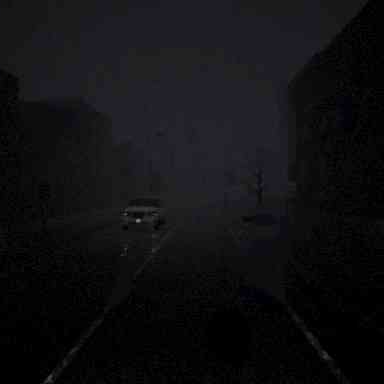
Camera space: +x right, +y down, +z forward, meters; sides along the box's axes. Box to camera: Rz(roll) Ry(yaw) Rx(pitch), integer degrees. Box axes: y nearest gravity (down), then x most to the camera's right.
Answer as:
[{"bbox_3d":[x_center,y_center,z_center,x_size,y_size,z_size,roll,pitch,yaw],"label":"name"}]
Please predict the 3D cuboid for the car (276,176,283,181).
[{"bbox_3d":[25.133,-3.553,89.825,2.097,1.535,5.008,0,1,-2],"label":"car"}]

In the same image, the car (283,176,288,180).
[{"bbox_3d":[25.435,-3.584,84.308,2.185,1.767,4.553,0,1,-3],"label":"car"}]

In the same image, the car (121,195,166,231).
[{"bbox_3d":[-2.915,1.237,21.254,2.150,2.045,5.566,0,0,2],"label":"car"}]
